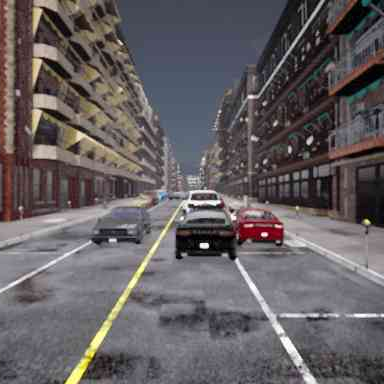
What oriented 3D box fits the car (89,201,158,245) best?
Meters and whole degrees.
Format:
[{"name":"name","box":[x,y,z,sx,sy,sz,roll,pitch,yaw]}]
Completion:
[{"name":"car","box":[-2.869,1.330,14.685,2.033,1.411,5.357,0,1,0]}]

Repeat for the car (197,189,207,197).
[{"name":"car","box":[2.440,0.270,80.351,2.192,1.841,5.009,1,1,0]}]

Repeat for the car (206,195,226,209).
[{"name":"car","box":[2.533,1.035,36.110,1.887,1.381,4.507,1,1,0]}]

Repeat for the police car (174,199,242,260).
[{"name":"police car","box":[0.556,1.250,11.838,1.930,1.638,5.238,0,1,5]}]

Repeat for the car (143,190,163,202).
[{"name":"car","box":[-5.349,0.733,41.690,2.192,1.841,5.009,2,1,0]}]

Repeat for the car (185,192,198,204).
[{"name":"car","box":[-0.066,0.835,48.423,1.837,1.490,4.892,0,1,0]}]

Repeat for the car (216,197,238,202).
[{"name":"car","box":[2.557,1.237,19.691,1.752,1.417,4.829,1,1,0]}]

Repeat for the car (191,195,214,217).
[{"name":"car","box":[0.786,1.055,27.847,1.801,1.575,5.366,0,1,0]}]

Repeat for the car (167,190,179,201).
[{"name":"car","box":[-2.898,0.845,55.388,1.895,1.301,4.718,0,1,0]}]

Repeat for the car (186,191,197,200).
[{"name":"car","box":[-0.089,0.628,63.198,1.882,1.535,5.008,0,1,0]}]

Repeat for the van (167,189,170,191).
[{"name":"van","box":[-5.374,0.551,58.279,1.690,1.788,3.998,1,1,0]}]

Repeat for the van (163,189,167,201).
[{"name":"van","box":[-5.365,0.617,52.748,1.690,1.788,3.998,2,1,0]}]

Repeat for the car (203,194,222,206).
[{"name":"car","box":[2.525,0.968,41.641,2.008,1.369,4.403,1,1,0]}]

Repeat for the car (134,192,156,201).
[{"name":"car","box":[-5.346,1.018,35.991,1.752,1.417,4.829,2,1,0]}]

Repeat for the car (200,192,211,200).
[{"name":"car","box":[2.494,0.688,63.761,1.887,1.381,4.507,1,1,0]}]

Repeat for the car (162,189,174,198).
[{"name":"car","box":[-5.397,0.332,74.869,2.192,1.841,5.009,1,1,0]}]

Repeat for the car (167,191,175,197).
[{"name":"car","box":[-5.420,0.461,85.933,1.947,1.339,4.313,1,1,0]}]

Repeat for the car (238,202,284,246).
[{"name":"car","box":[2.565,1.337,13.990,1.887,1.381,4.507,1,1,0]}]

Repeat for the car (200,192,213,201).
[{"name":"car","box":[2.502,0.754,58.232,1.887,1.381,4.507,1,1,0]}]

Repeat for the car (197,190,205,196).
[{"name":"car","box":[2.421,0.277,91.415,1.967,1.590,4.097,1,1,0]}]

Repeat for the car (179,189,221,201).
[{"name":"car","box":[0.541,0.909,21.622,2.150,2.045,5.566,0,1,-4]}]
